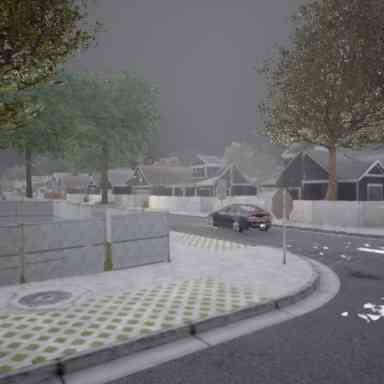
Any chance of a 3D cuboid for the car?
[{"bbox_3d":[2.595,1.450,19.129,1.837,1.490,4.892,-2,1,-24],"label":"car"}]
